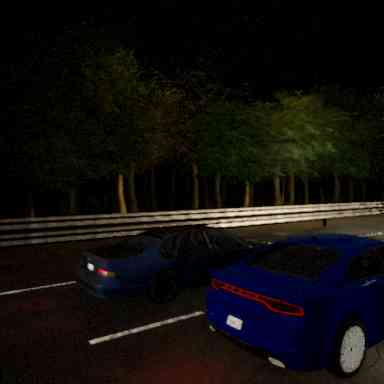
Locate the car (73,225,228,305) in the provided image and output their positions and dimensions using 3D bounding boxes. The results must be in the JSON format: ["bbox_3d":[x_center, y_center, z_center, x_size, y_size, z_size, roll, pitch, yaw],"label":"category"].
[{"bbox_3d":[0.026,1.520,8.064,5.357,1.411,2.033,0,0,-36],"label":"car"}]

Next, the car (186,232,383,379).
[{"bbox_3d":[2.538,1.447,5.555,5.008,1.535,1.882,0,0,-35],"label":"car"}]
